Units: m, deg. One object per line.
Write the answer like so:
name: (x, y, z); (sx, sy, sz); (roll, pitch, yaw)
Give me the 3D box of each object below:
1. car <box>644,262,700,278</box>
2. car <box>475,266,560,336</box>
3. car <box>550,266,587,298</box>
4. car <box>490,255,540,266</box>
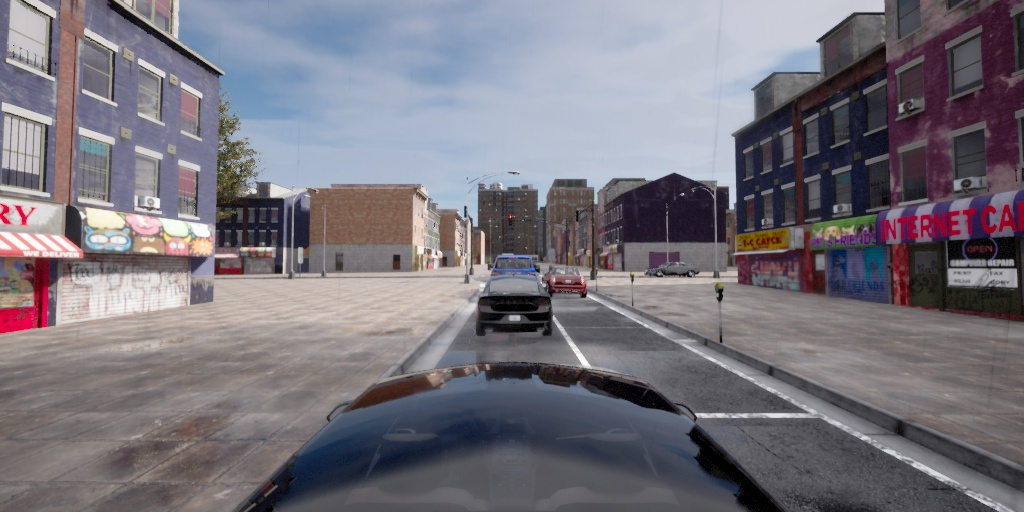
car: (14.940, 1.314, 33.571); (4.902, 1.511, 2.128); (0, -2, 0)
car: (0.033, 1.235, 10.478); (1.882, 1.535, 5.008); (0, 0, -1)
car: (2.610, 1.210, 18.724); (1.967, 1.591, 4.097); (0, 0, 0)
car: (0.063, 0.992, 18.035); (2.150, 2.045, 5.566); (0, 0, 0)
